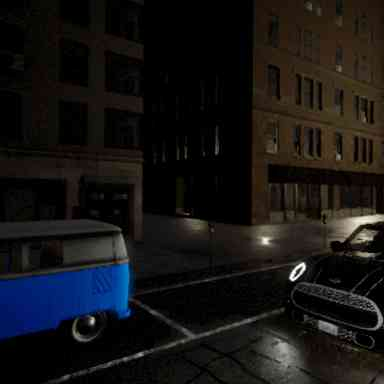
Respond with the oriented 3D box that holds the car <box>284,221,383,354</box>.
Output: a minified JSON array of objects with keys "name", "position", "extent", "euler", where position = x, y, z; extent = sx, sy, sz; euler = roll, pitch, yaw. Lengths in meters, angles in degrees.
[{"name":"car","position":[3.772,1.348,6.062],"extent":[4.553,1.767,2.097],"euler":[0,0,-35]}]

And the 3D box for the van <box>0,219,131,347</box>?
[{"name":"van","position":[-2.868,1.341,4.707],"extent":[3.998,1.788,1.690],"euler":[0,1,-35]}]
